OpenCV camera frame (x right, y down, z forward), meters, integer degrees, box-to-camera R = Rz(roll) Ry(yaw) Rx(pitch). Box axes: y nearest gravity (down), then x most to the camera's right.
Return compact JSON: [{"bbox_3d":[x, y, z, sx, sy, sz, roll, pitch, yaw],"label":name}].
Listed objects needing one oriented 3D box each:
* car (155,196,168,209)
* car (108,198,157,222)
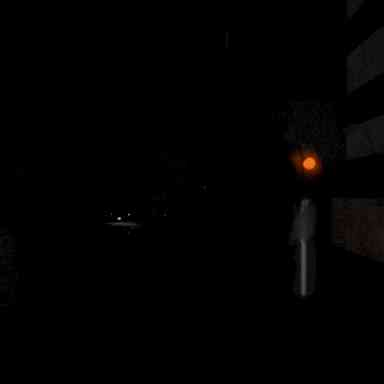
[{"bbox_3d":[-4.183,1.312,43.625,1.882,1.535,5.008,0,0,0],"label":"car"},{"bbox_3d":[-4.605,1.450,25.756,2.033,1.411,5.357,0,0,10],"label":"car"}]
